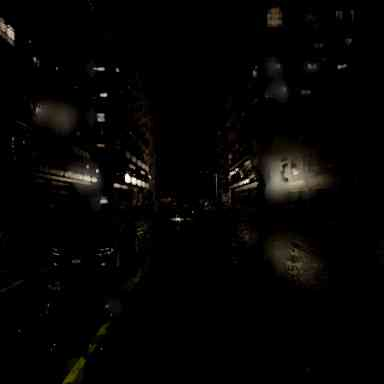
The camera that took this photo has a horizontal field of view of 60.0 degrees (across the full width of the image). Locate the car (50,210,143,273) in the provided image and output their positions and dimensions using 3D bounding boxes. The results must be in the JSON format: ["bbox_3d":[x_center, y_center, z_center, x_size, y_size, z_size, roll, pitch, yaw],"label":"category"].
[{"bbox_3d":[-3.088,1.609,11.395,1.882,1.535,5.008,0,-1,0],"label":"car"}]

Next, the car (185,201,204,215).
[{"bbox_3d":[0.140,2.071,41.225,1.895,1.301,4.718,0,-1,0],"label":"car"}]

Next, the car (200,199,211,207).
[{"bbox_3d":[2.773,2.213,67.682,1.967,1.590,4.097,1,-1,0],"label":"car"}]

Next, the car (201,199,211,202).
[{"bbox_3d":[2.754,2.128,50.593,2.008,1.369,4.403,1,-1,0],"label":"car"}]

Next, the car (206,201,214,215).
[{"bbox_3d":[2.736,1.948,33.504,1.947,1.339,4.313,1,-1,0],"label":"car"}]

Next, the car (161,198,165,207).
[{"bbox_3d":[-5.615,2.258,61.930,2.008,1.369,4.403,1,-1,0],"label":"car"}]

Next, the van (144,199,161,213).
[{"bbox_3d":[-5.628,1.853,44.845,1.690,1.788,3.998,1,-1,0],"label":"van"}]

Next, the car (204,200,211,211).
[{"bbox_3d":[2.742,2.013,39.200,1.947,1.339,4.313,1,-1,0],"label":"car"}]

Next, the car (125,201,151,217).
[{"bbox_3d":[-5.644,1.948,33.450,1.947,1.339,4.313,1,-1,0],"label":"car"}]

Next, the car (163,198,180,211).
[{"bbox_3d":[-3.023,2.101,52.289,1.837,1.490,4.892,0,-1,0],"label":"car"}]

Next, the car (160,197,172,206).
[{"bbox_3d":[-5.600,2.153,73.326,2.192,1.841,5.009,1,-1,0],"label":"car"}]

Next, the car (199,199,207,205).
[{"bbox_3d":[2.787,2.550,84.768,1.802,1.307,4.206,1,-1,0],"label":"car"}]

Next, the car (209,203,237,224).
[{"bbox_3d":[2.731,1.862,27.809,1.887,1.381,4.507,1,-1,0],"label":"car"}]

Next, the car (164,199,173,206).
[{"bbox_3d":[-5.599,2.447,79.020,1.887,1.381,4.507,1,-1,0],"label":"car"}]
